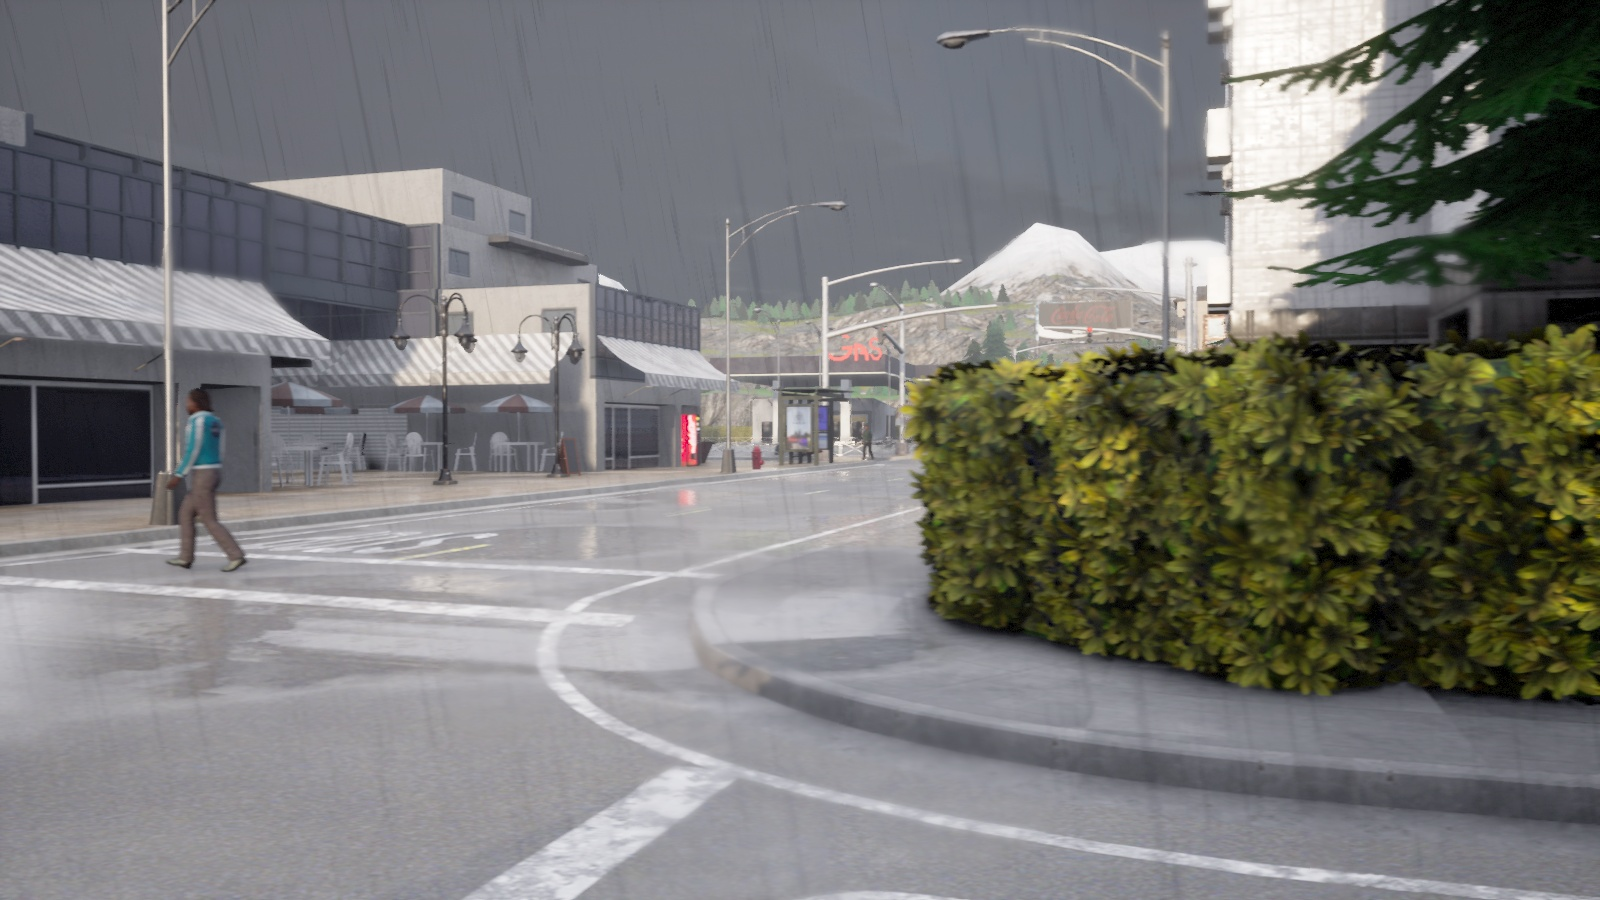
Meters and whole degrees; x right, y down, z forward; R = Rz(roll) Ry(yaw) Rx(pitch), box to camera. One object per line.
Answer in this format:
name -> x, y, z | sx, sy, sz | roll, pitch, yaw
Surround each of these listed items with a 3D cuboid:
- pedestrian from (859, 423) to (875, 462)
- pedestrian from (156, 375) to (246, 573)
pedestrian -> 3.298, -0.371, 62.080 | 0.423, 1.949, 0.788 | 1, 1, 38
pedestrian -> -5.934, 0.227, 12.457 | 0.692, 1.930, 0.396 | 0, 1, 3
